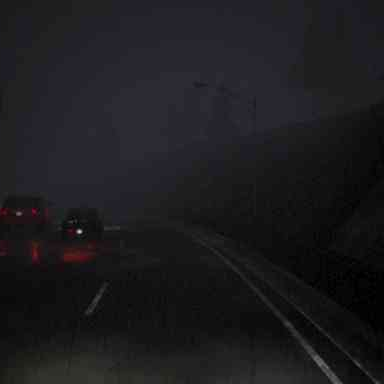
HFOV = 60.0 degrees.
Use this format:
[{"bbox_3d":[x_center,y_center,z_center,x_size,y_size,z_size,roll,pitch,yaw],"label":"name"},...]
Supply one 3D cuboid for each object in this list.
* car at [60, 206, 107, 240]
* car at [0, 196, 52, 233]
[{"bbox_3d":[-5.529,1.511,17.125,1.837,1.490,4.892,0,0,-13],"label":"car"},{"bbox_3d":[-9.918,1.238,20.189,2.150,2.045,5.566,0,0,-17],"label":"car"}]
